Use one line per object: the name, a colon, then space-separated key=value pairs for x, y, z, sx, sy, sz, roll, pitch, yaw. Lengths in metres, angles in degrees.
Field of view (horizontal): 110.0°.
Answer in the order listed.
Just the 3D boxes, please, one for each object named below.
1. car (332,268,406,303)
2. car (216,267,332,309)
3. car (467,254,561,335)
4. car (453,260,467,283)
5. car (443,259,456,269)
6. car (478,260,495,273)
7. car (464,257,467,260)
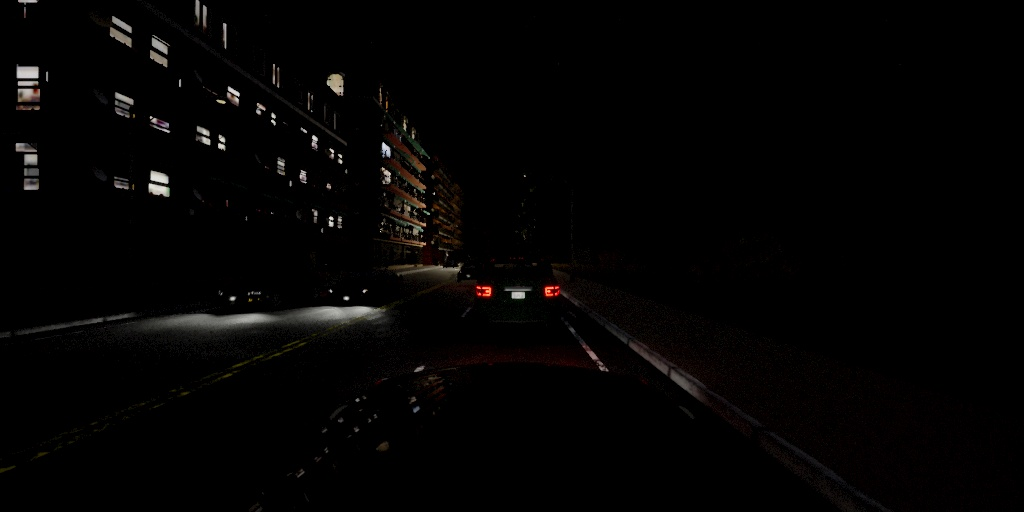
car: x=-6.605 y=1.300 z=16.954 sx=2.033 sy=1.411 sz=5.357 roll=0 pitch=0 yaw=0
car: x=-9.854 y=1.257 z=15.067 sx=1.837 sy=1.490 sz=4.892 roll=0 pitch=0 yaw=0
car: x=0.100 y=0.973 z=10.715 sx=2.150 sy=2.045 sz=5.566 roll=0 pitch=0 yaw=-1
car: x=-3.153 y=1.280 z=28.232 sx=1.812 sy=1.442 sz=4.674 roll=0 pitch=0 yaw=0
car: x=-9.839 y=1.279 z=57.380 sx=1.812 sy=1.442 sz=4.674 roll=0 pitch=0 yaw=0
car: x=-3.152 y=1.258 z=45.592 sx=1.837 sy=1.490 sz=4.892 roll=0 pitch=0 yaw=0
car: x=-6.586 y=0.976 z=58.709 sx=2.150 sy=2.045 sz=5.566 roll=0 pitch=0 yaw=0
